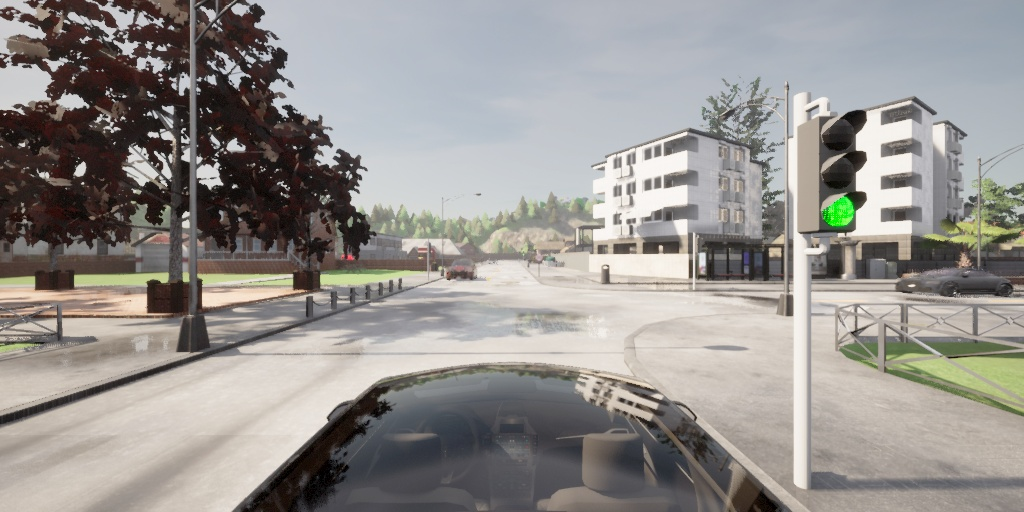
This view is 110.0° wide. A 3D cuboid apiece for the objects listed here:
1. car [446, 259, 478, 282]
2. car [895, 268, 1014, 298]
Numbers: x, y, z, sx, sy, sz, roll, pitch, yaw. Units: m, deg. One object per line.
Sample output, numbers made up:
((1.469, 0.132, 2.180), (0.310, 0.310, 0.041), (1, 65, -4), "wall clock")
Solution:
((-3.989, 1.047, 29.088), (2.097, 1.767, 4.553), (0, 0, 0), "car")
((22.082, 1.313, 18.010), (4.181, 1.385, 1.994), (0, 0, 0), "car")
